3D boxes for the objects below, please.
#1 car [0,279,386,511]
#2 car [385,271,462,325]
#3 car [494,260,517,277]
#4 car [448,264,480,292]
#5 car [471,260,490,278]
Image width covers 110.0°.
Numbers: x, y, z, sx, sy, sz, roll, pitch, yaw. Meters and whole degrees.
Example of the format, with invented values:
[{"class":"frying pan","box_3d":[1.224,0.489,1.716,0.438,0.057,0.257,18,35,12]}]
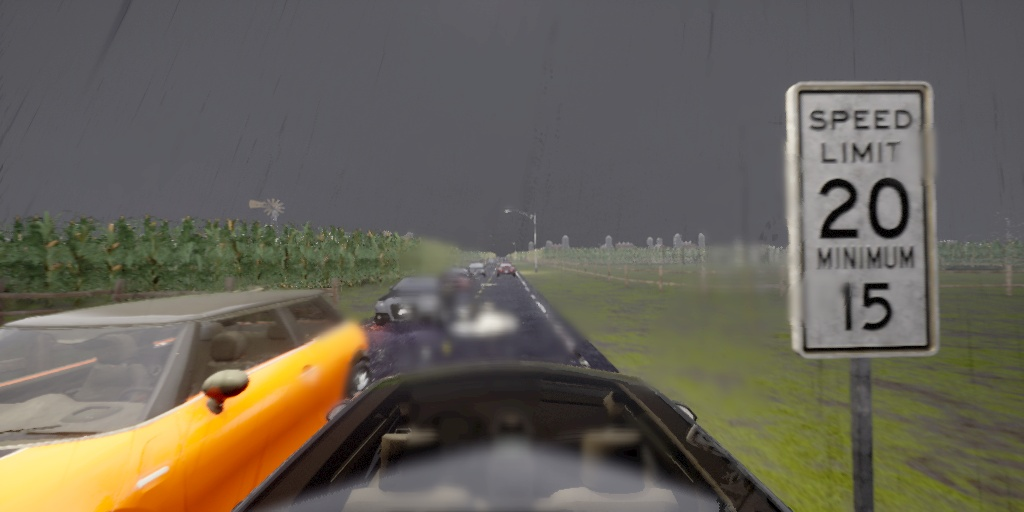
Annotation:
[{"class":"car","box_3d":[-2.818,1.149,2.718,2.097,1.767,4.553,-1,0,-1]},{"class":"car","box_3d":[-3.015,1.380,11.963,1.994,1.385,4.181,-1,0,-1]},{"class":"car","box_3d":[-0.610,1.338,36.923,1.812,1.442,4.674,-1,0,-2]},{"class":"car","box_3d":[-3.222,1.399,21.600,1.994,1.385,4.181,-1,0,-1]},{"class":"car","box_3d":[-3.463,1.382,35.813,1.812,1.442,4.674,-1,0,-1]}]
